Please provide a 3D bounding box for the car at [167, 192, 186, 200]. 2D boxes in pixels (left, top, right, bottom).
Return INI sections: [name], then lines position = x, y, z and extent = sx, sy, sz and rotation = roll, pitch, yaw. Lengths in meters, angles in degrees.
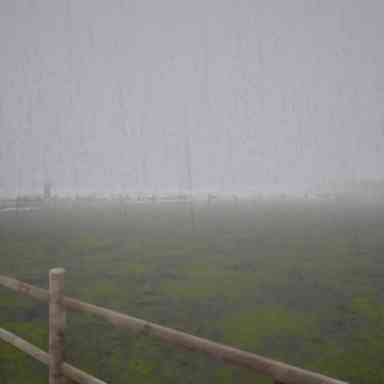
[car]
position = -3.157, 0.753, 67.803
extent = 2.097, 1.767, 4.553
rotation = 1, 1, 37
